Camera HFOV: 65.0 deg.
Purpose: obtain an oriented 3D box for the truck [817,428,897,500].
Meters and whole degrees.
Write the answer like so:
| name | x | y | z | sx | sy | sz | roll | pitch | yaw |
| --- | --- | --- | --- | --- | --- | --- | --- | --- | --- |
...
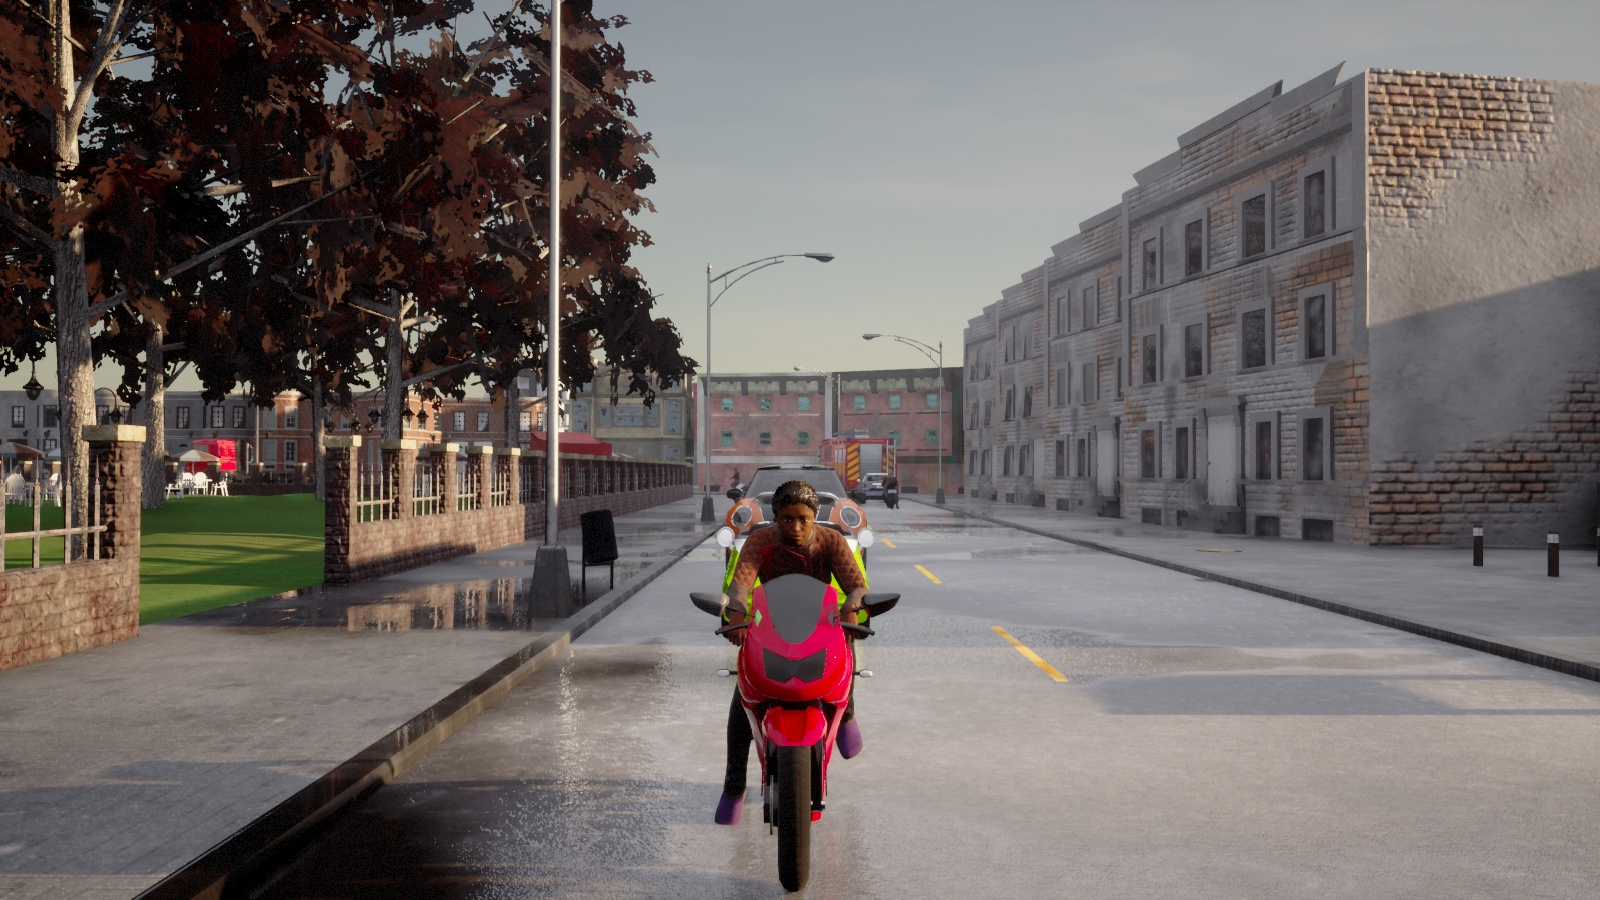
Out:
| name | x | y | z | sx | sy | sz | roll | pitch | yaw |
| --- | --- | --- | --- | --- | --- | --- | --- | --- | --- |
| truck | 3.109 | 0.832 | 71.245 | 2.891 | 3.827 | 8.468 | 0 | -1 | -9 |

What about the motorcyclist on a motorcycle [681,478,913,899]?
| name | x | y | z | sx | sy | sz | roll | pitch | yaw |
| --- | --- | --- | --- | --- | --- | --- | --- | --- | --- |
| motorcyclist on a motorcycle | -0.014 | 0.887 | 5.366 | 0.797 | 1.523 | 2.044 | 0 | -1 | 0 |

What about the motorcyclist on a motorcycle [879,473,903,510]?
| name | x | y | z | sx | sy | sz | roll | pitch | yaw |
| --- | --- | --- | --- | --- | --- | --- | --- | --- | --- |
| motorcyclist on a motorcycle | 3.823 | 1.722 | 52.982 | 0.866 | 1.530 | 2.191 | 0 | -1 | 0 |

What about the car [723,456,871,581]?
| name | x | y | z | sx | sy | sz | roll | pitch | yaw |
| --- | --- | --- | --- | --- | --- | --- | --- | --- | --- |
| car | -0.053 | 1.010 | 20.121 | 2.097 | 1.767 | 4.553 | 0 | -1 | 0 |

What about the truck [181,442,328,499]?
| name | x | y | z | sx | sy | sz | roll | pitch | yaw |
| --- | --- | --- | --- | --- | --- | --- | --- | --- | --- |
| truck | -34.013 | 1.284 | 78.464 | 7.936 | 3.462 | 2.891 | 0 | -1 | 0 |

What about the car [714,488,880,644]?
| name | x | y | z | sx | sy | sz | roll | pitch | yaw |
| --- | --- | --- | --- | --- | --- | --- | --- | --- | --- |
| car | -0.032 | 1.077 | 12.395 | 1.481 | 1.376 | 2.207 | 0 | -1 | 0 |

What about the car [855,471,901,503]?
| name | x | y | z | sx | sy | sz | roll | pitch | yaw |
| --- | --- | --- | --- | --- | --- | --- | --- | --- | --- |
| car | 3.787 | 1.794 | 61.448 | 1.970 | 1.475 | 3.806 | 0 | -1 | 0 |
